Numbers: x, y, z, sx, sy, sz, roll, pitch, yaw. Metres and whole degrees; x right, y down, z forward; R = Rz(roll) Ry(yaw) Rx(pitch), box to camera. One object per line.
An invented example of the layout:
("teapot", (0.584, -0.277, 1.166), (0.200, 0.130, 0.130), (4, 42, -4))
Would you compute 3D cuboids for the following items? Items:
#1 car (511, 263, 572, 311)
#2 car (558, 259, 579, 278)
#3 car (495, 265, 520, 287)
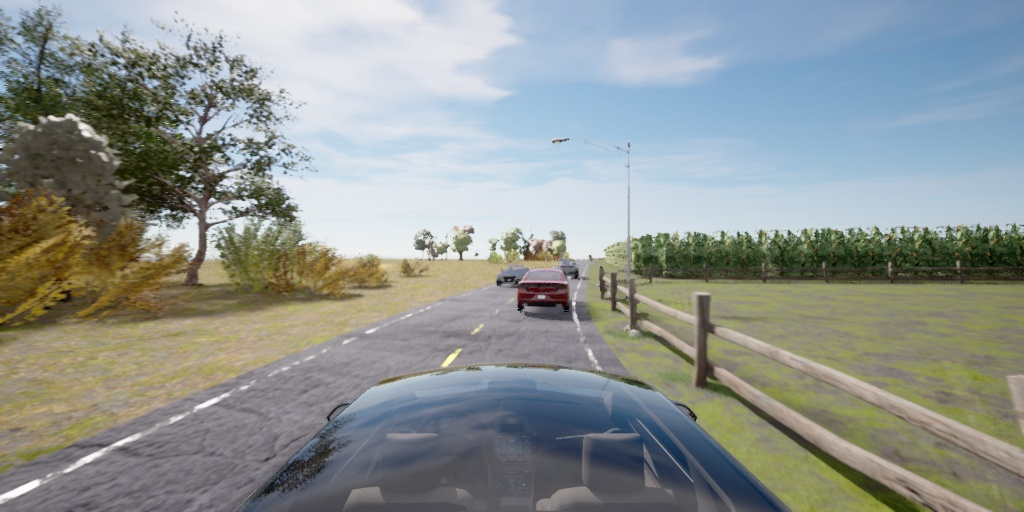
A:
("car", (1.373, 1.236, 14.570), (1.882, 1.535, 5.008), (0, 0, 9))
("car", (5.286, 1.238, 33.695), (2.128, 1.511, 4.902), (0, 0, 12))
("car", (0.243, 1.313, 24.501), (1.994, 1.385, 4.181), (0, 0, 12))
